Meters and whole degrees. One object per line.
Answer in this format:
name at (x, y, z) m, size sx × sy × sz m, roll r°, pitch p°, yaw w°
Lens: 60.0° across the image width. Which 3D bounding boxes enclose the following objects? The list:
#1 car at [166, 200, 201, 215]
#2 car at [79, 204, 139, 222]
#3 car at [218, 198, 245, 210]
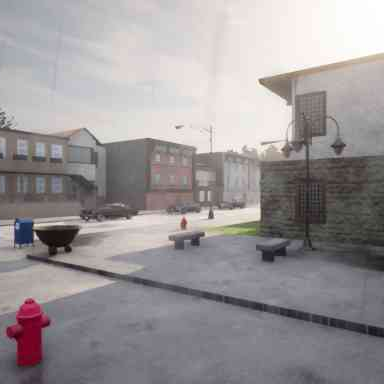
car at (-0.806, 1.564, 34.550) m, size 1.994 × 1.385 × 4.181 m, roll 0°, pitch 0°, yaw 35°
car at (-6.554, 1.601, 26.478) m, size 1.895 × 1.301 × 4.718 m, roll 0°, pitch 0°, yaw 35°
car at (5.122, 1.491, 42.834) m, size 2.128 × 1.511 × 4.902 m, roll 0°, pitch 0°, yaw 36°
